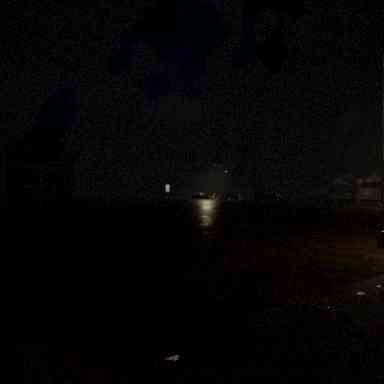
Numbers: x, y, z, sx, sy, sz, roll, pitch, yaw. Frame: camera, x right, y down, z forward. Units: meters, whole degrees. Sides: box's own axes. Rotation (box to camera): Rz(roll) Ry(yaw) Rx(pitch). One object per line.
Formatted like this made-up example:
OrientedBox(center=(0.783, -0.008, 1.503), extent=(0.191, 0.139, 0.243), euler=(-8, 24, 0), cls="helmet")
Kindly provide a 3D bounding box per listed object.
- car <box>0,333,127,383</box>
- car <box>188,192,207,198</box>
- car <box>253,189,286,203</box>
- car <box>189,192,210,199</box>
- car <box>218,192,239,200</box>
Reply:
OrientedBox(center=(-2.243, 1.570, 1.474), extent=(4.181, 1.385, 1.994), euler=(0, 0, -35), cls="car")
OrientedBox(center=(1.231, 0.721, 74.915), extent=(1.895, 1.301, 4.718), euler=(2, -1, -35), cls="car")
OrientedBox(center=(12.315, 0.620, 53.066), extent=(2.150, 2.045, 5.566), euler=(2, -1, -35), cls="car")
OrientedBox(center=(1.759, 0.858, 68.105), extent=(1.994, 1.385, 4.181), euler=(2, -1, -35), cls="car")
OrientedBox(center=(7.266, 0.867, 66.385), extent=(1.837, 1.490, 4.892), euler=(2, -1, -35), cls="car")
